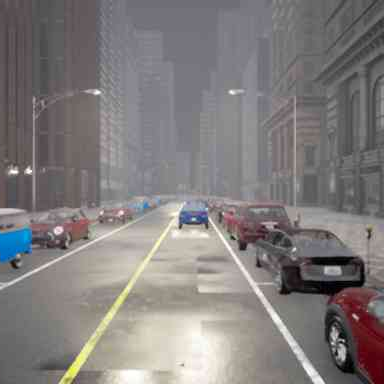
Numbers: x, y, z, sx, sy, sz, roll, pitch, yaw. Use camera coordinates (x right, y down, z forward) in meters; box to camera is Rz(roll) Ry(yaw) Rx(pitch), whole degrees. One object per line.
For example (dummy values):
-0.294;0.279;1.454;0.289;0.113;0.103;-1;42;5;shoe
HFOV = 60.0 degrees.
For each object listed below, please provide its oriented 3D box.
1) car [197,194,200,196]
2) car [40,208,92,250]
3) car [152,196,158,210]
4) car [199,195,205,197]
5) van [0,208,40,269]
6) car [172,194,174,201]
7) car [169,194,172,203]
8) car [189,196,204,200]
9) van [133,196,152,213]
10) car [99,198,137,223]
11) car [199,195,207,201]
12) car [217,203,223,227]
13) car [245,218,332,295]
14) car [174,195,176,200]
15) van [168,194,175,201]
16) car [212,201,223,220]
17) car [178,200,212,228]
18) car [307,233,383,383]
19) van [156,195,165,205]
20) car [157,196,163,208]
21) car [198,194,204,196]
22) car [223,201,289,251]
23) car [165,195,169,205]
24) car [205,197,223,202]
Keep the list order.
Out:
2.777;1.753;81.885;1.802;1.307;4.206;0;0;0;car
-5.763;1.467;14.242;1.967;1.590;4.097;0;0;0;car
-5.757;1.605;42.255;1.752;1.417;4.829;0;0;0;car
2.773;1.712;64.976;1.802;1.307;4.206;0;0;0;car
-5.764;1.357;8.605;1.690;1.788;3.998;0;0;0;van
-5.749;1.722;76.245;1.947;1.339;4.313;0;0;0;car
-5.753;1.445;64.972;2.192;1.841;5.009;0;0;0;car
0.110;1.625;41.834;2.033;1.411;5.357;0;0;0;car
-5.758;1.409;36.789;1.690;1.788;3.998;0;0;0;van
-5.760;1.487;25.516;1.967;1.590;4.097;0;0;0;car
2.777;1.626;87.521;1.967;1.590;4.097;0;0;0;car
2.764;1.582;19.886;1.887;1.381;4.507;0;0;0;car
2.762;1.582;8.613;1.947;1.339;4.313;0;0;0;car
-5.749;1.721;81.881;2.008;1.369;4.403;0;0;0;car
-5.747;1.542;93.155;1.690;1.788;3.998;0;0;0;van
2.765;1.613;25.522;1.947;1.339;4.313;0;0;0;car
0.104;1.519;22.561;1.882;1.535;5.008;0;0;0;car
2.760;1.446;2.976;1.967;1.590;4.097;0;0;0;car
-5.755;1.445;53.698;1.690;1.788;3.998;0;0;0;van
-5.755;1.642;48.061;2.008;1.369;4.403;0;0;0;car
2.776;1.738;76.248;1.802;1.307;4.206;0;0;0;car
2.762;1.342;14.250;2.192;1.841;5.009;0;0;0;car
-5.754;1.557;59.334;1.967;1.590;4.097;0;0;0;car
2.767;1.509;36.794;1.967;1.590;4.097;0;0;0;car
